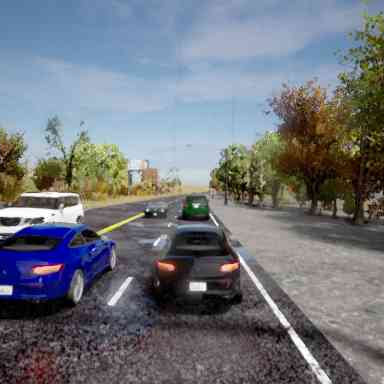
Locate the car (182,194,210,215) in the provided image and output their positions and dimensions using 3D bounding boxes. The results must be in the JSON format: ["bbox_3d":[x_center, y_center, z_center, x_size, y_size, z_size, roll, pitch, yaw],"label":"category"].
[{"bbox_3d":[0.319,1.212,28.066,2.150,2.045,5.566,1,0,0],"label":"car"}]

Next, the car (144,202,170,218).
[{"bbox_3d":[-2.927,1.510,28.858,1.895,1.301,4.718,2,0,1],"label":"car"}]

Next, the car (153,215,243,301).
[{"bbox_3d":[0.157,1.528,8.240,1.812,1.442,4.674,0,0,1],"label":"car"}]

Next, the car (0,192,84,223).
[{"bbox_3d":[-6.489,1.036,14.546,2.150,2.045,5.566,2,0,0],"label":"car"}]

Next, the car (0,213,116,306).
[{"bbox_3d":[-3.092,1.449,7.777,1.812,1.442,4.674,2,0,0],"label":"car"}]
